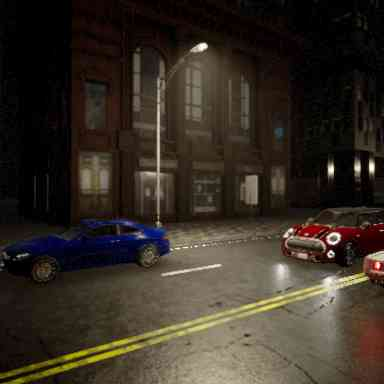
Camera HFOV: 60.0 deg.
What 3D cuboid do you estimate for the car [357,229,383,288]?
[{"bbox_3d":[6.097,1.578,7.756,4.718,1.301,1.895,0,0,-35],"label":"car"}]

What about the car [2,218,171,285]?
[{"bbox_3d":[-2.818,1.519,9.649,4.674,1.442,1.812,0,0,-35],"label":"car"}]

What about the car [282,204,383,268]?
[{"bbox_3d":[5.161,1.325,11.311,4.553,1.767,2.097,0,0,-35],"label":"car"}]
